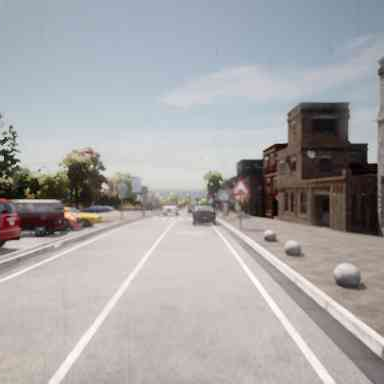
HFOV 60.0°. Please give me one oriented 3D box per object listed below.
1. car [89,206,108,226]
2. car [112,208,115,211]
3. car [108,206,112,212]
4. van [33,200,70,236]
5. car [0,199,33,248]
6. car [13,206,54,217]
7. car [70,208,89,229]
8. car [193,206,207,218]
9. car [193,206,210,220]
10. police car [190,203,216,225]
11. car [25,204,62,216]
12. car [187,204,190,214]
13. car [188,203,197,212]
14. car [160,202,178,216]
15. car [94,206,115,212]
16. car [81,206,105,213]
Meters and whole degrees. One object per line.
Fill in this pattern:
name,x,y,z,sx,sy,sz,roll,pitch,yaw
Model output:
car,-9.379,1.802,24.793,5.366,1.575,1.946,0,-2,0
car,-21.819,4.135,80.181,5.008,1.535,2.097,0,-3,0
car,-21.821,3.990,76.911,4.892,1.521,2.231,0,-3,0
van,-9.651,1.427,18.844,4.442,1.987,1.878,0,-1,0
car,-9.526,1.275,12.654,5.566,2.045,2.435,0,-1,0
car,-21.905,2.651,46.158,4.674,1.452,2.002,0,-3,0
car,-9.580,1.599,21.879,4.553,1.767,2.185,0,-2,0
car,1.001,2.579,44.059,1.837,1.490,4.892,0,-3,0
car,0.987,2.311,38.059,1.837,1.490,4.892,0,-3,0
police car,0.993,1.835,28.157,1.930,1.638,5.238,1,-1,0
car,-21.965,2.626,49.332,4.553,1.767,2.185,0,-3,0
car,0.089,3.500,64.601,1.837,1.490,4.892,0,-3,0
car,0.138,3.727,79.648,2.150,2.045,5.566,0,-3,0
car,-3.283,2.605,51.056,2.150,2.045,5.566,0,-2,0
car,-21.799,4.316,83.324,4.674,1.452,2.002,0,-3,0
car,-21.836,3.882,73.636,4.674,1.452,2.002,0,-3,0
